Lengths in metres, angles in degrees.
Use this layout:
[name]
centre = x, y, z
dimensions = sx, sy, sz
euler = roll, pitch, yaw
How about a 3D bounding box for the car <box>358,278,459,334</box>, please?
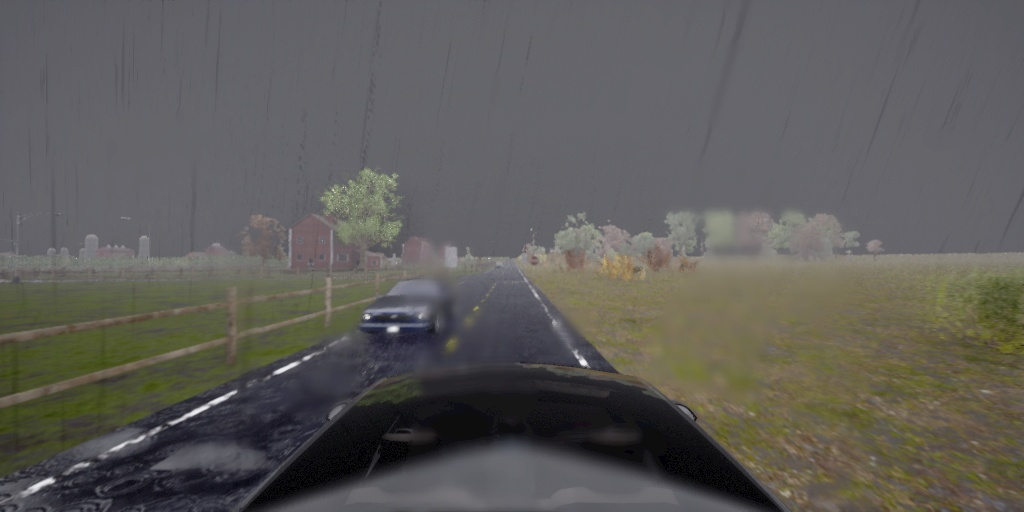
[car]
centre = -2.849, 1.405, 11.272
dimensions = 2.033, 1.411, 5.357
euler = 0, -1, 0
